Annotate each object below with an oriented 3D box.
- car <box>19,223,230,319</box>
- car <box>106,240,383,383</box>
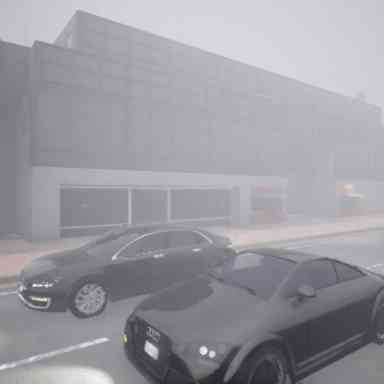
[{"bbox_3d":[-1.148,1.505,7.488,4.892,1.490,1.837,0,0,-36],"label":"car"},{"bbox_3d":[1.167,1.563,4.848,4.181,1.385,1.994,0,0,-36],"label":"car"}]
